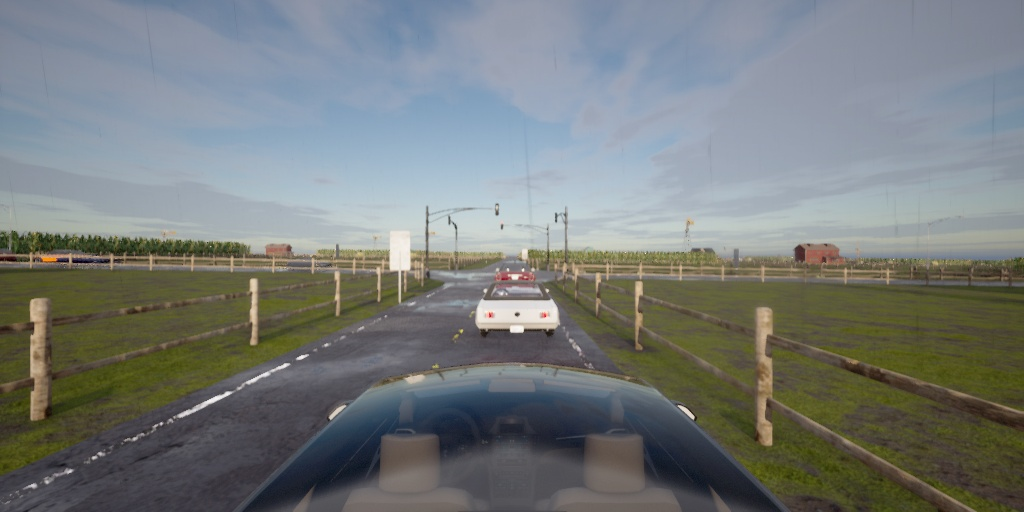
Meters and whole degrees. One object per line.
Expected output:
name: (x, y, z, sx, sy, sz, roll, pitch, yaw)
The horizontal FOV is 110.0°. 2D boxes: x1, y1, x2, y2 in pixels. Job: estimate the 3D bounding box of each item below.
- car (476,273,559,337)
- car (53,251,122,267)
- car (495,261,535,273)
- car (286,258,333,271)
car: (0.123, 1.330, 10.179, 1.895, 1.301, 4.718, 0, 0, 0)
car: (-43.335, 0.489, 36.860, 4.718, 1.301, 1.895, 1, 0, 0)
car: (0.178, 1.059, 19.172, 2.097, 1.767, 4.553, 0, 0, 1)
car: (-20.706, 0.860, 36.779, 4.181, 1.385, 1.994, 1, 0, 0)
